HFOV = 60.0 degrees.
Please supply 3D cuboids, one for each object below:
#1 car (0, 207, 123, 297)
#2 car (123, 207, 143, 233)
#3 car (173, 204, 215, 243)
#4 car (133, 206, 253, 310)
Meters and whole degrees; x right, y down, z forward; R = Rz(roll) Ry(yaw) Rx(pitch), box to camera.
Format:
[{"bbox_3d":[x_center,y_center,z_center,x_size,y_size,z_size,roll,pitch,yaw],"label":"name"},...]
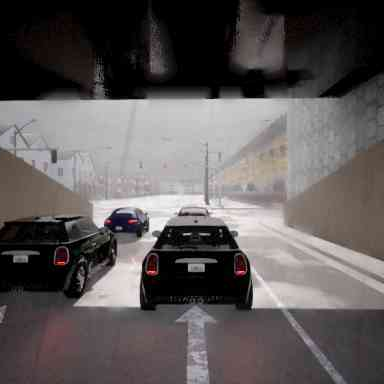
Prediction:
[{"bbox_3d":[-3.414,1.355,8.752,2.097,1.767,4.553,0,0,0],"label":"car"},{"bbox_3d":[-3.410,1.531,17.803,1.812,1.442,4.674,0,0,0],"label":"car"},{"bbox_3d":[0.090,1.483,17.257,1.882,1.535,5.008,0,0,0],"label":"car"},{"bbox_3d":[0.080,1.355,7.989,2.097,1.767,4.553,0,0,0],"label":"car"}]
